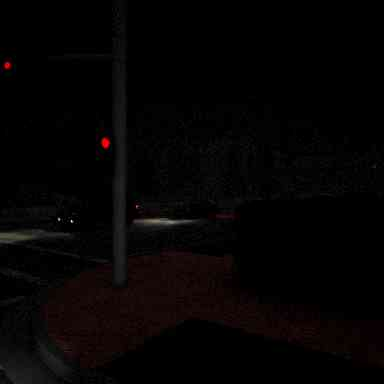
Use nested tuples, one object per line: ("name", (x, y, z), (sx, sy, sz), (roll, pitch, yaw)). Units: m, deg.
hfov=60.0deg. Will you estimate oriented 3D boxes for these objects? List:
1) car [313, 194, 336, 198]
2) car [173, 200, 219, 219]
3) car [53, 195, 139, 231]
("car", (14.430, 1.221, 35.518), (2.150, 2.045, 5.566), (0, 0, 39))
("car", (0.404, 1.478, 29.367), (1.882, 1.535, 5.008), (0, 0, 39))
("car", (-5.952, 1.221, 21.344), (2.150, 2.045, 5.566), (0, 0, 38))
